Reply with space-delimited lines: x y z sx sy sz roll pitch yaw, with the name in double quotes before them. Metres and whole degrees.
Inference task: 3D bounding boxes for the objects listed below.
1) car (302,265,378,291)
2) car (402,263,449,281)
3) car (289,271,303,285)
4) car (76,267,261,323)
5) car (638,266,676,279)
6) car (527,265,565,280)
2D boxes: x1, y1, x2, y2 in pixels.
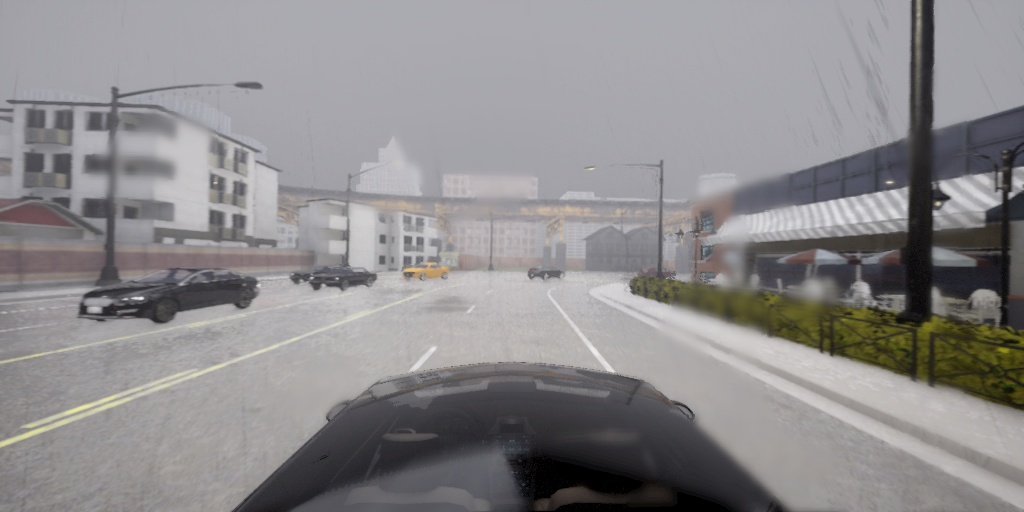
"car" -10.039 1.323 21.672 1.895 1.301 4.718 1 -1 5
"car" -7.559 1.340 31.791 1.882 1.535 5.008 1 -1 25
"car" -13.191 1.297 25.262 1.895 1.301 4.718 1 -1 10
"car" -10.434 1.115 11.477 2.128 1.511 4.902 1 -1 2
"car" 17.863 2.018 44.111 4.674 1.442 1.812 1 -1 -13
"car" 3.480 1.631 36.021 1.837 1.490 4.892 1 -1 40
